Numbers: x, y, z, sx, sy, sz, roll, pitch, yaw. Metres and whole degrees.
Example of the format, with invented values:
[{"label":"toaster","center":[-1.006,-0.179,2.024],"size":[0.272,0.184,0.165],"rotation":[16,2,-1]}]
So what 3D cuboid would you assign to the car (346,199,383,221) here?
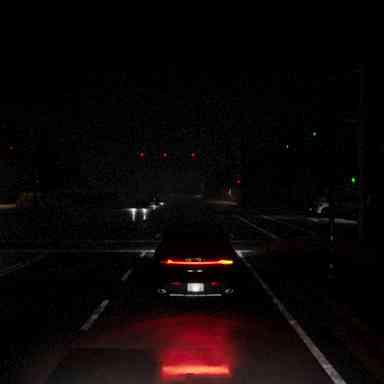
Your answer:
[{"label":"car","center":[15.206,1.524,26.473],"size":[4.674,1.442,1.812],"rotation":[0,0,-1]}]

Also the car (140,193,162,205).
[{"label":"car","center":[-7.158,1.219,58.563],"size":[2.150,2.045,5.566],"rotation":[0,0,0]}]

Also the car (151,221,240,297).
[{"label":"car","center":[0.072,1.504,8.534],"size":[1.837,1.490,4.892],"rotation":[0,0,0]}]

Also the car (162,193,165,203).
[{"label":"car","center":[-7.109,1.220,71.197],"size":[2.150,2.045,5.566],"rotation":[0,0,0]}]

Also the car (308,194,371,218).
[{"label":"car","center":[13.432,1.219,29.918],"size":[5.566,2.045,2.150],"rotation":[0,0,-1]}]

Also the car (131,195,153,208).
[{"label":"car","center":[-7.156,1.522,47.165],"size":[1.812,1.442,4.674],"rotation":[0,0,0]}]
